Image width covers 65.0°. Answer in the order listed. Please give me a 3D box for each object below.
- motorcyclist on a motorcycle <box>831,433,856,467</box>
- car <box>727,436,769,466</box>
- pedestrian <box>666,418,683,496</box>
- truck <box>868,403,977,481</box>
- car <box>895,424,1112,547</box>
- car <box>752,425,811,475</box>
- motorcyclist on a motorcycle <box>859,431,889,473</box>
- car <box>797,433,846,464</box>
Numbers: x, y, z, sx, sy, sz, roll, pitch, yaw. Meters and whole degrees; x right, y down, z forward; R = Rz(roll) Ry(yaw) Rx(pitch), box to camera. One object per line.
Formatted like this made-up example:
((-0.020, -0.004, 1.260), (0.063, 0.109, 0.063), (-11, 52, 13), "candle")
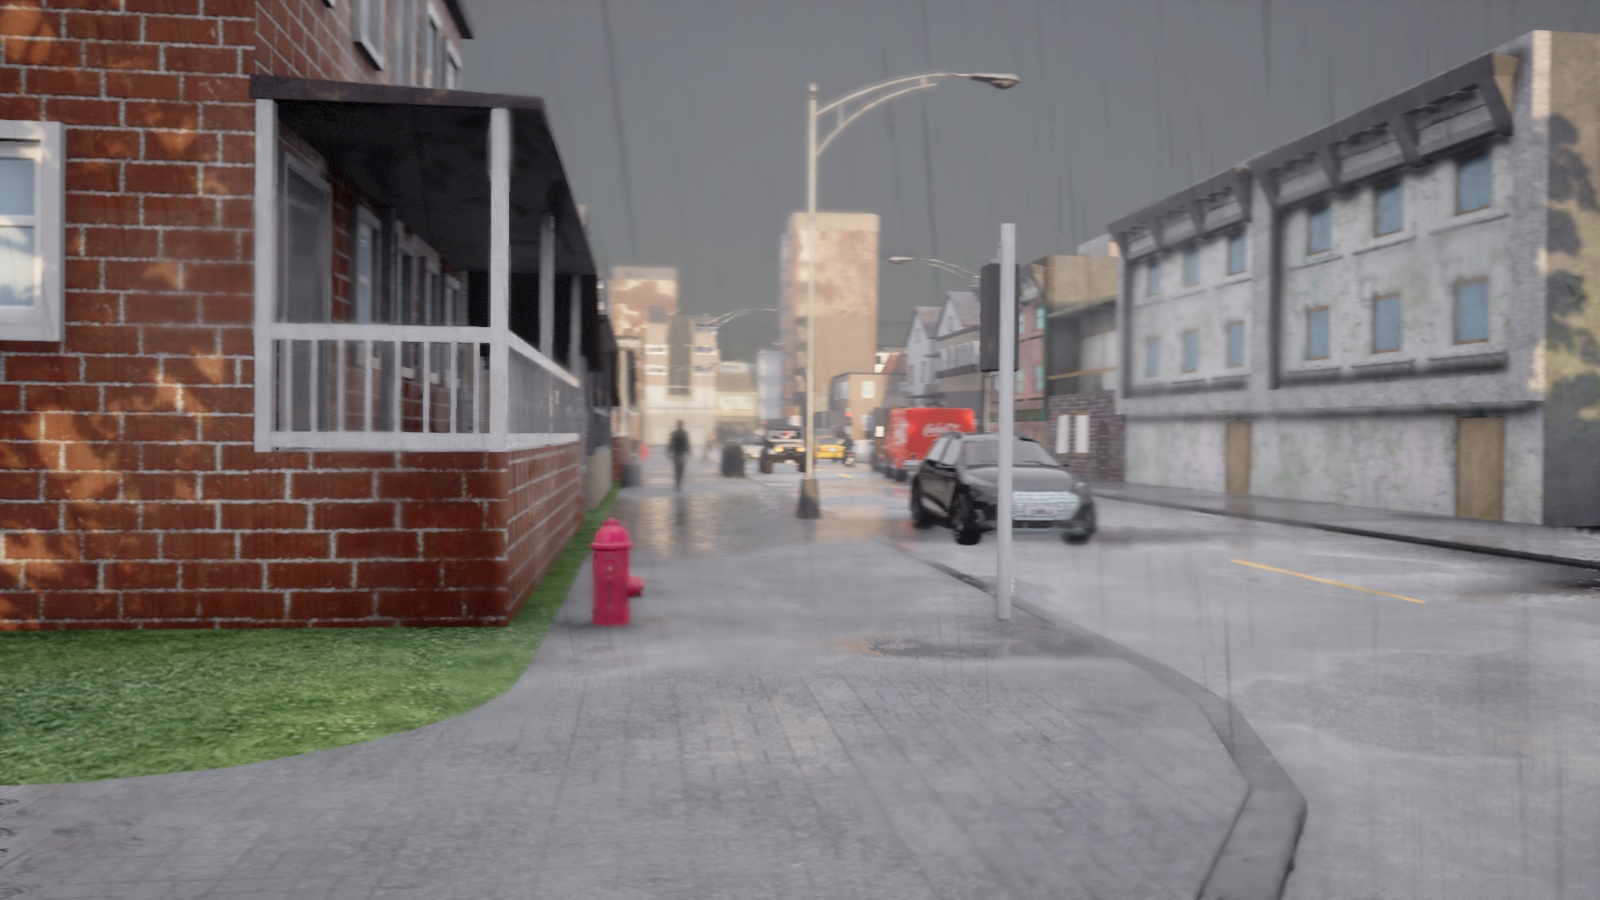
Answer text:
((2.042, -0.020, 59.397), (0.866, 1.590, 1.817), (-1, 1, -7), "motorcyclist on a motorcycle")
((-2.731, 0.021, 65.408), (1.845, 1.501, 3.633), (-1, 1, -7), "car")
((-3.031, 0.163, 30.348), (0.353, 1.847, 0.614), (-1, 1, -8), "pedestrian")
((4.080, -0.276, 42.875), (2.627, 2.467, 5.204), (-1, 1, -7), "truck")
((2.953, 0.449, 19.460), (2.033, 1.649, 4.856), (-1, 1, -7), "car")
((-0.773, -0.020, 49.557), (1.905, 1.878, 3.866), (-1, 1, -7), "car")
((3.020, 0.065, 51.486), (0.766, 1.649, 2.350), (-1, 1, -7), "motorcyclist on a motorcycle")
((1.093, -0.121, 67.140), (1.801, 1.575, 5.366), (-1, 1, -8), "car")
